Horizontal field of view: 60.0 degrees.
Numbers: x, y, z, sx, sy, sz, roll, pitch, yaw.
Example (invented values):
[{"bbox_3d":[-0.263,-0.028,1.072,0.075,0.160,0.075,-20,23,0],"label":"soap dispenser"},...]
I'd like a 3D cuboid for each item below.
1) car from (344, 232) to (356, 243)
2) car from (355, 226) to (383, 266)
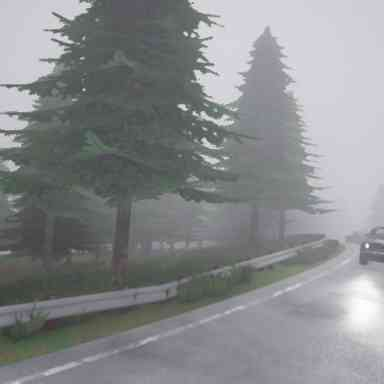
[{"bbox_3d":[17.021,4.748,33.805,1.895,1.301,4.718,4,-8,10],"label":"car"},{"bbox_3d":[7.365,1.957,12.161,1.895,1.301,4.718,2,-2,32],"label":"car"}]
